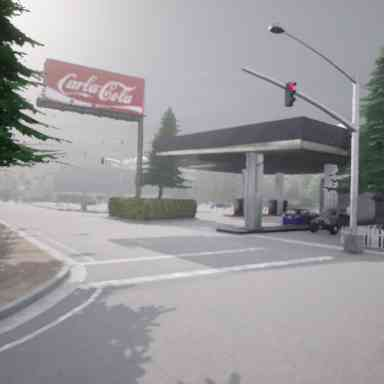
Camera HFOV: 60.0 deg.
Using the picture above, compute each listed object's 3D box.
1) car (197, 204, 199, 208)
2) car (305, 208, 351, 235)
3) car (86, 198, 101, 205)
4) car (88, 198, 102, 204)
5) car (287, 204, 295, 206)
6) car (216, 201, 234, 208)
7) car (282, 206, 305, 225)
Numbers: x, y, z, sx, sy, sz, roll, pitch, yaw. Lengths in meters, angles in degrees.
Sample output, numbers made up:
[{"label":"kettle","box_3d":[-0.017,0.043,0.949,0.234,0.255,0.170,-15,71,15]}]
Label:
[{"label":"car","box_3d":[-0.238,2.806,75.005,2.007,1.523,4.514,2,-1,-36]},{"label":"car","box_3d":[10.679,2.148,25.026,3.866,1.878,1.905,2,-1,-36]},{"label":"car","box_3d":[-22.219,2.115,72.251,2.007,1.523,4.514,2,-1,-36]},{"label":"car","box_3d":[-23.412,2.170,80.105,1.970,1.475,3.806,2,-1,-36]},{"label":"car","box_3d":[21.943,3.611,81.625,2.152,1.636,5.027,2,-1,-36]},{"label":"car","box_3d":[7.857,3.177,80.853,1.845,1.501,3.633,2,-1,-36]},{"label":"car","box_3d":[10.843,2.461,32.152,4.611,1.667,2.242,2,-1,-36]}]
